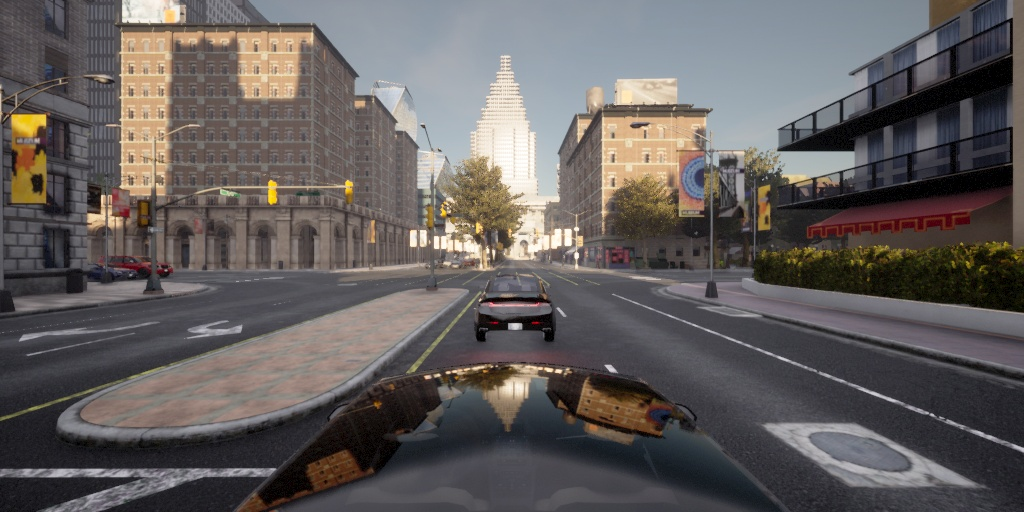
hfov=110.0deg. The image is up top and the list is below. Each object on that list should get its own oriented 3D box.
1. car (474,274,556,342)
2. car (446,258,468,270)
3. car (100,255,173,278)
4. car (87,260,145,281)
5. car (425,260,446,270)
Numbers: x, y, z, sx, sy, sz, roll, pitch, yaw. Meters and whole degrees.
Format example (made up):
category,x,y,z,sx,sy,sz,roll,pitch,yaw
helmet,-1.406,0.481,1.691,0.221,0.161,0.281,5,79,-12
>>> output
category,x,y,z,sx,sy,sz,roll,pitch,yaw
car,0.080,1.242,9.827,2.128,1.511,4.902,0,0,0
car,-8.068,1.276,53.153,1.812,1.442,4.674,0,0,0
car,-34.439,0.971,32.738,5.566,2.045,2.150,0,0,-2
car,-33.439,1.276,29.249,4.674,1.442,1.812,0,0,0
car,-11.568,1.276,53.129,1.812,1.442,4.674,0,0,0
